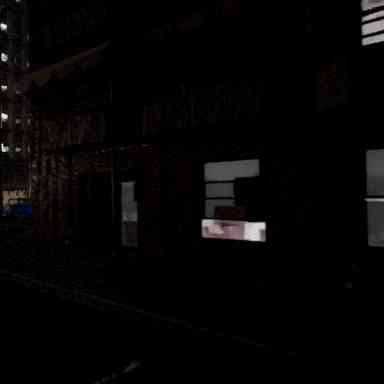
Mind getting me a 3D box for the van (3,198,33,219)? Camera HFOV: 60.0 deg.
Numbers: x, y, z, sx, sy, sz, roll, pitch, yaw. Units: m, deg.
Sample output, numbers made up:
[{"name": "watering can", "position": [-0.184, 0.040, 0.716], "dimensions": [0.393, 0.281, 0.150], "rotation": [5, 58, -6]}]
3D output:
[{"name": "van", "position": [-14.384, 1.413, 29.463], "dimensions": [1.690, 1.788, 3.998], "rotation": [-1, -1, 36]}]
